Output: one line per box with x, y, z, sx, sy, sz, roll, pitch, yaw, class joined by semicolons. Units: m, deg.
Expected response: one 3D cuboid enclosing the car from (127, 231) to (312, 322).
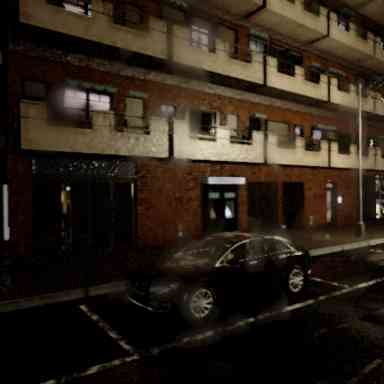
0.772;1.562;7.132;4.403;1.369;2.008;0;-1;-36;car
